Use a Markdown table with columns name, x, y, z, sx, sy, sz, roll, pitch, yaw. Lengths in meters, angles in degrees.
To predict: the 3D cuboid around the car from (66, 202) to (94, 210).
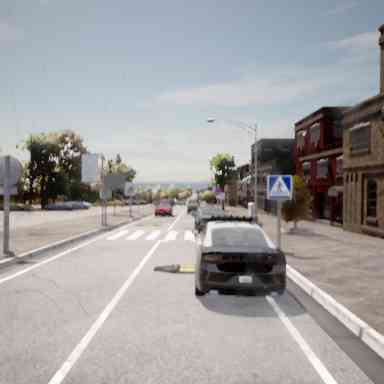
| name | x | y | z | sx | sy | sz | roll | pitch | yaw |
| --- | --- | --- | --- | --- | --- | --- | --- | --- | --- |
| car | -21.591 | 2.626 | 64.143 | 4.674 | 1.452 | 2.002 | 0 | -1 | 0 |

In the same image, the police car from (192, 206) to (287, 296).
| name | x | y | z | sx | sy | sz | roll | pitch | yaw |
| --- | --- | --- | --- | --- | --- | --- | --- | --- | --- |
| police car | 1.025 | 1.435 | 8.861 | 1.930 | 1.638 | 5.238 | 1 | 0 | 0 |

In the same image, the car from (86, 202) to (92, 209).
| name | x | y | z | sx | sy | sz | roll | pitch | yaw |
| --- | --- | --- | --- | --- | --- | --- | --- | --- | --- |
| car | -21.622 | 2.518 | 60.996 | 5.008 | 1.535 | 2.097 | 0 | -1 | 0 |

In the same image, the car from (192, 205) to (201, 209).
| name | x | y | z | sx | sy | sz | roll | pitch | yaw |
| --- | --- | --- | --- | --- | --- | --- | --- | --- | --- |
| car | 1.050 | 1.679 | 18.771 | 1.837 | 1.490 | 4.892 | 0 | -1 | 0 |

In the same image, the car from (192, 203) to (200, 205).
| name | x | y | z | sx | sy | sz | roll | pitch | yaw |
| --- | --- | --- | --- | --- | --- | --- | --- | --- | --- |
| car | 1.084 | 1.806 | 24.775 | 1.837 | 1.490 | 4.892 | 0 | -1 | 0 |

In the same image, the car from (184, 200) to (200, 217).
| name | x | y | z | sx | sy | sz | roll | pitch | yaw |
| --- | --- | --- | --- | --- | --- | --- | --- | --- | --- |
| car | 0.255 | 2.270 | 46.539 | 1.837 | 1.490 | 4.892 | 0 | -1 | 1 |

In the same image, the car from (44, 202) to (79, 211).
| name | x | y | z | sx | sy | sz | roll | pitch | yaw |
| --- | --- | --- | --- | --- | --- | --- | --- | --- | --- |
| car | -21.659 | 2.418 | 54.447 | 4.674 | 1.452 | 2.002 | 0 | -1 | 0 |

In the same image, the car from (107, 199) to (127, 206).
| name | x | y | z | sx | sy | sz | roll | pitch | yaw |
| --- | --- | --- | --- | --- | --- | --- | --- | --- | --- |
| car | -21.386 | 3.203 | 92.622 | 5.008 | 1.535 | 2.097 | 0 | -1 | 0 |

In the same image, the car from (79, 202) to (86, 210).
| name | x | y | z | sx | sy | sz | roll | pitch | yaw |
| --- | --- | --- | --- | --- | --- | --- | --- | --- | --- |
| car | -21.634 | 2.449 | 57.723 | 4.892 | 1.521 | 2.231 | 0 | -1 | 0 |

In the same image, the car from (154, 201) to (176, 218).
| name | x | y | z | sx | sy | sz | roll | pitch | yaw |
| --- | --- | --- | --- | --- | --- | --- | --- | --- | --- |
| car | -3.158 | 2.059 | 37.896 | 1.882 | 1.535 | 5.008 | 0 | -1 | 0 |
